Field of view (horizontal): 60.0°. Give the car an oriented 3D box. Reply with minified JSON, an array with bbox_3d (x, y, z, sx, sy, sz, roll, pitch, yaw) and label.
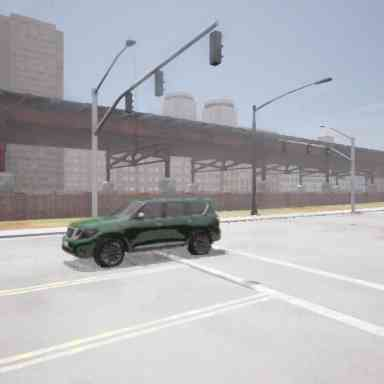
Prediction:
[{"bbox_3d":[-1.522,1.221,11.604,5.566,2.045,2.150,0,0,-34],"label":"car"}]
